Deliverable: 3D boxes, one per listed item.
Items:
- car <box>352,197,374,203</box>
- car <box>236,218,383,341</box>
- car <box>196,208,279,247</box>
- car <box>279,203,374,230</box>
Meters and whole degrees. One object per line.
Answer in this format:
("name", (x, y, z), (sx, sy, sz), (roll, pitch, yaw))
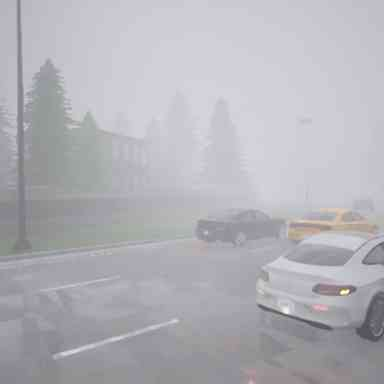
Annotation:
("car", (17.389, 1.241, 33.841), (2.128, 1.511, 4.902), (-1, 0, 26))
("car", (3.177, 1.484, 6.432), (4.674, 1.442, 1.812), (-1, 0, -40))
("car", (2.384, 1.453, 15.017), (5.008, 1.535, 1.882), (-1, 0, -43))
("car", (5.818, 1.398, 13.414), (5.008, 1.535, 1.882), (-1, 0, -43))
